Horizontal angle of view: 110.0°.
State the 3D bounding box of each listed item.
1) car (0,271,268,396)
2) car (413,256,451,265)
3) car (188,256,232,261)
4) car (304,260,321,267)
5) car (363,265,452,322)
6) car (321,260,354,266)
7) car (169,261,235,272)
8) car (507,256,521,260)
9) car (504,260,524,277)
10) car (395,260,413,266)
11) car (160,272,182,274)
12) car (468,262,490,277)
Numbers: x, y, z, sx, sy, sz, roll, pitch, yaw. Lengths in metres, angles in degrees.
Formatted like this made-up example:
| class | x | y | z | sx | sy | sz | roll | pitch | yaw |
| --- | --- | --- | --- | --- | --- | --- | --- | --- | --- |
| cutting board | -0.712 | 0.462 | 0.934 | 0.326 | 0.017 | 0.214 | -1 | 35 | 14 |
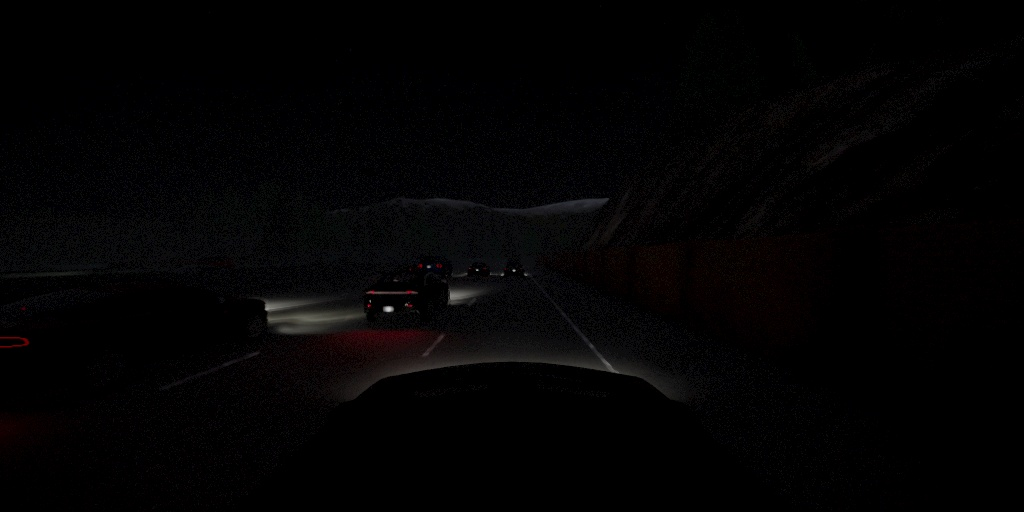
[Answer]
| class | x | y | z | sx | sy | sz | roll | pitch | yaw |
| --- | --- | --- | --- | --- | --- | --- | --- | --- | --- |
| car | -6.901 | 1.228 | 6.718 | 1.882 | 1.535 | 5.008 | 0 | 0 | 0 |
| car | -6.817 | 0.978 | 32.128 | 2.150 | 2.045 | 5.566 | 0 | 0 | 0 |
| car | -31.461 | 0.976 | 36.906 | 2.150 | 2.045 | 5.566 | 0 | 0 | 1 |
| car | -27.876 | 1.280 | 51.535 | 1.837 | 1.490 | 4.892 | 0 | 0 | 1 |
| car | -3.387 | 1.243 | 12.296 | 2.128 | 1.511 | 4.902 | 0 | 0 | 0 |
| car | -24.377 | 1.307 | 51.160 | 2.033 | 1.411 | 5.357 | 0 | 0 | 1 |
| car | -21.032 | 1.279 | 23.638 | 1.812 | 1.442 | 4.674 | 0 | 0 | 0 |
| car | 0.289 | 0.981 | 60.916 | 2.150 | 2.045 | 5.566 | 0 | 0 | 0 |
| car | 0.201 | 1.319 | 35.417 | 1.994 | 1.385 | 4.181 | 0 | 0 | 0 |
| car | -10.306 | 1.357 | 36.379 | 1.895 | 1.301 | 4.718 | 0 | 0 | 0 |
| car | -10.391 | 1.315 | 10.030 | 1.994 | 1.385 | 4.181 | 0 | 0 | 0 |
| car | -3.300 | 1.319 | 36.123 | 1.994 | 1.385 | 4.181 | 0 | 0 | 0 |
